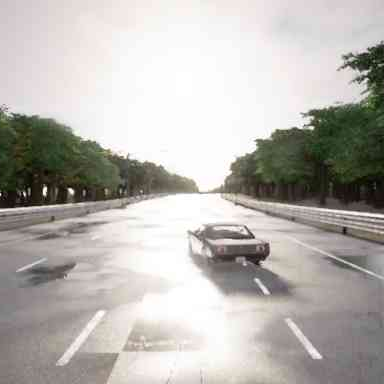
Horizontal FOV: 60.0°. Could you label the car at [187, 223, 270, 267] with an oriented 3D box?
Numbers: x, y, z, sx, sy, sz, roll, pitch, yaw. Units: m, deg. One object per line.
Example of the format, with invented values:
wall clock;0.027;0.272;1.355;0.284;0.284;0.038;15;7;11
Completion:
car;1.047;1.764;12.139;1.895;1.301;4.718;0;-1;-11
